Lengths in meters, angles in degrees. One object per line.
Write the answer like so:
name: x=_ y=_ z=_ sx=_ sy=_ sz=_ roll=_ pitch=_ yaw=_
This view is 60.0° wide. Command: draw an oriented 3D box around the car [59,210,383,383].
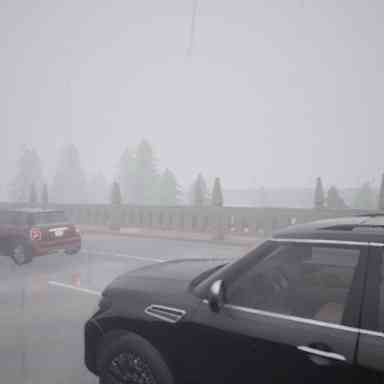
car: x=1.489 y=1.220 z=2.890 sx=5.566 sy=2.045 sz=2.150 roll=0 pitch=0 yaw=35

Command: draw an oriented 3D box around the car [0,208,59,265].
car: x=-6.130 y=1.355 z=11.794 sx=4.553 sy=1.767 sz=2.097 roll=0 pitch=0 yaw=30
